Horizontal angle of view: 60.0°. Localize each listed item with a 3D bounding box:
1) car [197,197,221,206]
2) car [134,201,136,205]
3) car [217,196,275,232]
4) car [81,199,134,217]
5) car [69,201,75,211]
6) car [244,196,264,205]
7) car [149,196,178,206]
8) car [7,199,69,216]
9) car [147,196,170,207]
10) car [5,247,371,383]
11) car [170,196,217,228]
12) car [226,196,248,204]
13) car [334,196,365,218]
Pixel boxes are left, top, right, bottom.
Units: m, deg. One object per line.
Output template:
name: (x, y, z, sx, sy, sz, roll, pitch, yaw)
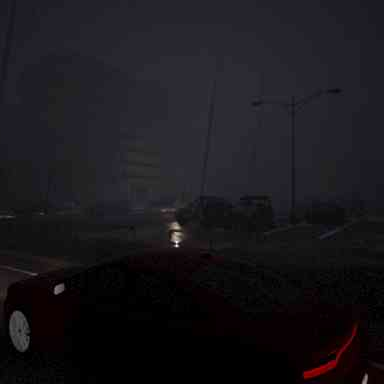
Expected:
car: (2.823, 1.541, 54.766, 1.812, 1.442, 4.674, 0, 0, 34)
car: (-10.481, 1.566, 47.880, 2.033, 1.411, 5.357, 0, 0, 33)
car: (3.335, 1.161, 19.050, 1.905, 1.878, 3.866, 0, 0, 34)
car: (-8.208, 1.614, 32.071, 1.895, 1.301, 4.718, 0, 0, 34)
car: (-16.146, 1.544, 39.425, 1.812, 1.442, 4.674, 0, 0, 34)
car: (11.537, 1.540, 61.487, 1.812, 1.442, 4.674, 0, 0, 34)
car: (-4.771, 1.510, 56.314, 2.128, 1.511, 4.902, 0, 0, 34)
car: (-15.696, 1.564, 33.837, 2.033, 1.411, 5.357, 0, 0, 34)
car: (-4.675, 1.509, 50.226, 2.128, 1.511, 4.902, 0, 0, 34)
car: (-0.511, 1.479, 4.354, 5.008, 1.535, 1.882, 0, 0, 35)
car: (0.968, 1.159, 20.716, 1.932, 1.855, 4.605, 0, 0, 34)
car: (8.573, 1.507, 63.343, 2.128, 1.511, 4.902, 0, 0, 34)
car: (15.363, 1.399, 32.002, 1.970, 1.475, 3.806, 0, 0, 34)
